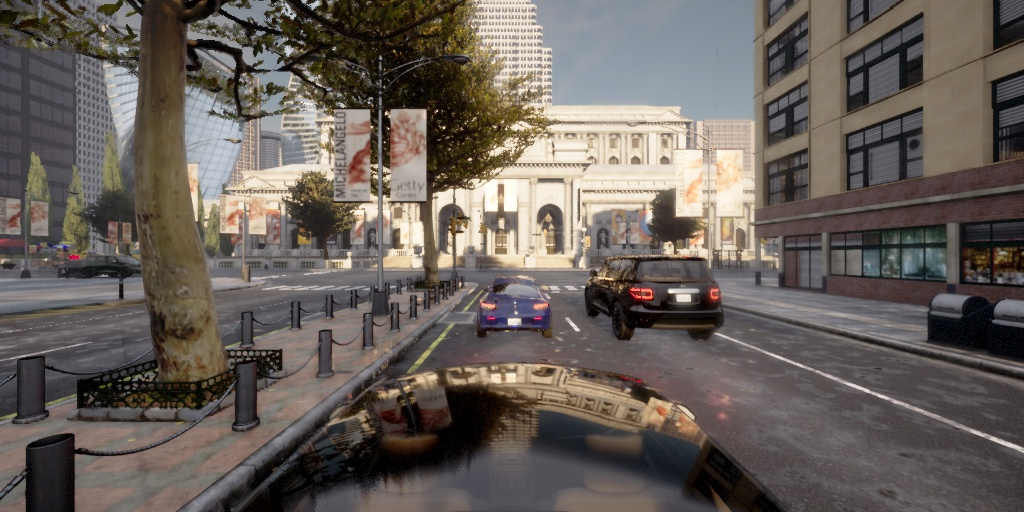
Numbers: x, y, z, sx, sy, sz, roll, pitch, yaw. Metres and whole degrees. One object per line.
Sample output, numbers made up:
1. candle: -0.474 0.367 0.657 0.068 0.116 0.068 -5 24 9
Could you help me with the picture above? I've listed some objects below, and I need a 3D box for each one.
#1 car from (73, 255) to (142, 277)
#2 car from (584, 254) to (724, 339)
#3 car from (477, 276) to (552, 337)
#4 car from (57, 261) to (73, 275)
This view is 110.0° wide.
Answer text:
1. car: -37.555 0.969 34.231 5.566 2.045 2.150 0 0 0
2. car: 3.582 0.971 10.160 2.150 2.045 5.566 0 0 0
3. car: 0.076 1.276 10.150 1.812 1.442 4.674 0 0 0
4. car: -44.515 1.252 37.670 4.892 1.490 1.837 1 0 -1
